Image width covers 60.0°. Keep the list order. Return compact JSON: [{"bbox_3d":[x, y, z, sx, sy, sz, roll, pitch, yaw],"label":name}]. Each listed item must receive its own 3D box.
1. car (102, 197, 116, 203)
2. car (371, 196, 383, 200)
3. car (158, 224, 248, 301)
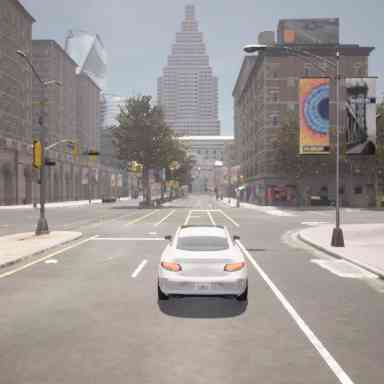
[{"bbox_3d":[-16.791,1.595,67.295,1.895,1.301,4.718,0,0,1],"label":"car"},{"bbox_3d":[35.922,1.481,67.540,2.231,1.521,4.892,0,0,1],"label":"car"},{"bbox_3d":[0.254,1.526,8.242,1.812,1.442,4.674,0,0,2],"label":"car"}]
